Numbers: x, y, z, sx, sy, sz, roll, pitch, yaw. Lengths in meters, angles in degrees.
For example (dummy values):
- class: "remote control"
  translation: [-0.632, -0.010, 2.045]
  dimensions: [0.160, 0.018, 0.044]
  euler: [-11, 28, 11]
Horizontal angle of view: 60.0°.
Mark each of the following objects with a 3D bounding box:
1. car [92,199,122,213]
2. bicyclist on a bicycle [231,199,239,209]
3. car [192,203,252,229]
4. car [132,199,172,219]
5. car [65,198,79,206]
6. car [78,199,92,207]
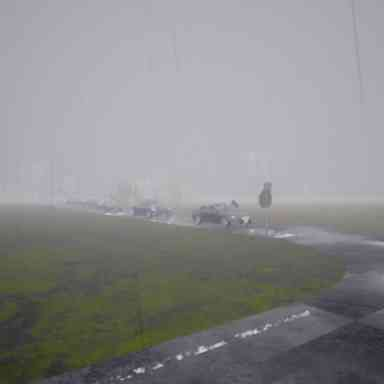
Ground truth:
- class: "car"
  translation: [-9.758, 1.620, 38.896]
  dimensions: [1.812, 1.442, 4.674]
  euler: [0, 0, -35]
- class: "bicyclist on a bicycle"
  translation: [3.810, 1.497, 29.938]
  dimensions: [1.656, 1.620, 0.582]
  euler: [0, 0, -35]
- class: "car"
  translation: [1.891, 1.526, 22.275]
  dimensions: [2.128, 1.511, 4.902]
  euler: [0, 0, -35]
- class: "car"
  translation: [-3.719, 1.414, 30.274]
  dimensions: [2.097, 1.767, 4.553]
  euler: [0, 0, -35]
- class: "car"
  translation: [-21.779, 1.730, 61.156]
  dimensions: [2.033, 1.411, 5.357]
  euler: [0, 0, -35]
- class: "car"
  translation: [-16.103, 1.740, 53.063]
  dimensions: [1.895, 1.301, 4.718]
  euler: [0, 0, -35]
